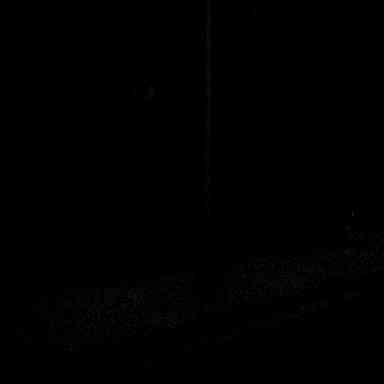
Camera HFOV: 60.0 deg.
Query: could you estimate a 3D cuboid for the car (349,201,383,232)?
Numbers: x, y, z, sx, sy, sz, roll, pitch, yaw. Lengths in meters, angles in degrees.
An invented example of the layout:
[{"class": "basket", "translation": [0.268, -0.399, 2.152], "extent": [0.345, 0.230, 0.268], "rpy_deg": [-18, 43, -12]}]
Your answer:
[{"class": "car", "translation": [11.037, 1.338, 17.787], "extent": [2.097, 1.767, 4.553], "rpy_deg": [1, 0, -42]}]
